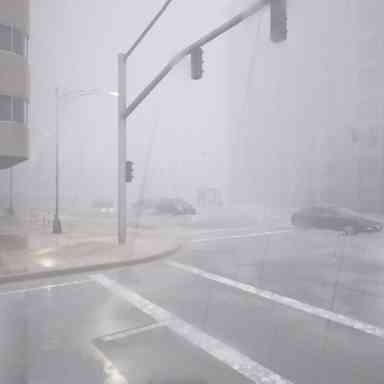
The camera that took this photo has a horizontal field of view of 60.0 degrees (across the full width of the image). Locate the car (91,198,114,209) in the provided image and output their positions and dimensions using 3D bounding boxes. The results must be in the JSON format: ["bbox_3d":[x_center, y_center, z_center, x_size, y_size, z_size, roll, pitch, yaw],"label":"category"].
[{"bbox_3d":[-12.501,1.571,46.418,1.994,1.385,4.181,0,0,-36],"label":"car"}]

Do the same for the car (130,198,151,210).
[{"bbox_3d":[-6.227,1.546,43.940,2.033,1.411,5.357,0,0,-36],"label":"car"}]

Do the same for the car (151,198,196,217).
[{"bbox_3d":[-1.579,1.350,31.309,2.097,1.767,4.553,0,0,-36],"label":"car"}]

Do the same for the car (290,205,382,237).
[{"bbox_3d":[7.811,1.506,18.435,1.837,1.490,4.892,0,-1,-36],"label":"car"}]

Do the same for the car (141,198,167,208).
[{"bbox_3d":[-5.708,1.562,49.159,1.994,1.385,4.181,0,0,-36],"label":"car"}]
